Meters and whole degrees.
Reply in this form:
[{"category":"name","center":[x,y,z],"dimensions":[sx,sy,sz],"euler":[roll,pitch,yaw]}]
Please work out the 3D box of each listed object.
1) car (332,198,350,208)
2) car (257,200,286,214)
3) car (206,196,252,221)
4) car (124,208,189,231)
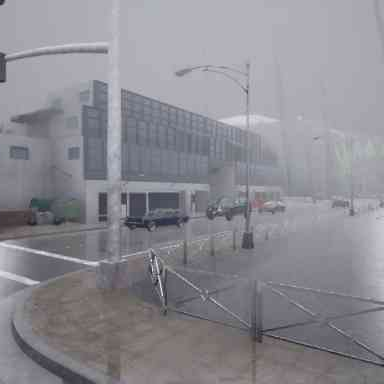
[{"category":"car","center":[22.774,1.681,50.861],"dimensions":[1.837,1.490,4.892],"euler":[0,0,36]},{"category":"car","center":[9.243,1.702,38.229],"dimensions":[1.812,1.442,4.674],"euler":[0,0,36]},{"category":"car","center":[3.467,1.398,30.157],"dimensions":[2.150,2.045,5.566],"euler":[0,0,36]},{"category":"car","center":[-2.265,1.777,22.128],"dimensions":[1.895,1.301,4.718],"euler":[0,0,36]}]
